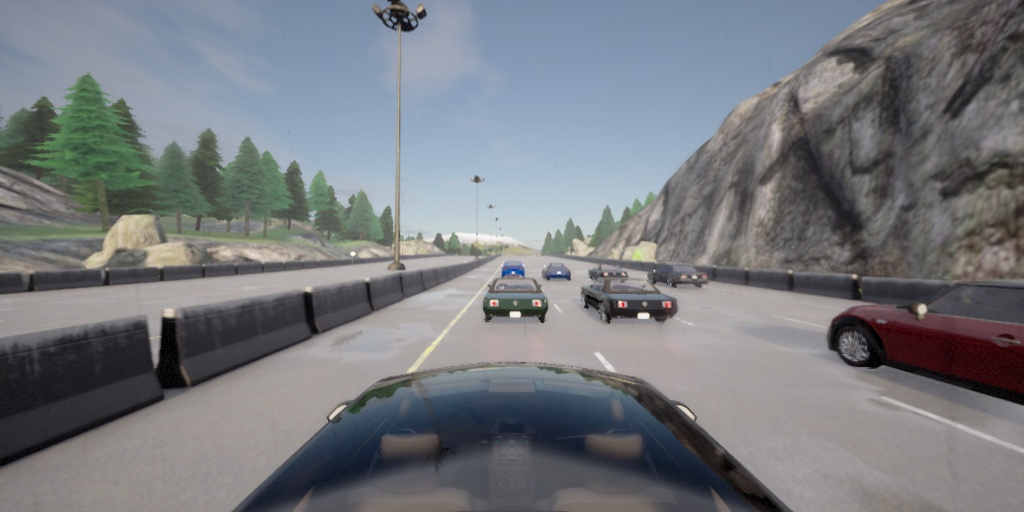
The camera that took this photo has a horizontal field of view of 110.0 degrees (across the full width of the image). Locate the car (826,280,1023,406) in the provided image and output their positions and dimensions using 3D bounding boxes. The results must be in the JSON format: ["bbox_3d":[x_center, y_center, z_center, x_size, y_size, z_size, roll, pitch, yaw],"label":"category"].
[{"bbox_3d":[7.099,1.106,4.984,2.097,1.767,4.553,0,0,0],"label":"car"}]

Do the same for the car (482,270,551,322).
[{"bbox_3d":[0.097,1.349,12.261,1.895,1.301,4.718,0,0,0],"label":"car"}]

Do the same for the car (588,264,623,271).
[{"bbox_3d":[7.094,1.276,27.089,1.895,1.301,4.718,0,0,0],"label":"car"}]

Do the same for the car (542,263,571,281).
[{"bbox_3d":[3.594,1.221,29.357,1.994,1.385,4.181,0,1,0],"label":"car"}]

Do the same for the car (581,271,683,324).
[{"bbox_3d":[3.597,1.349,12.007,1.895,1.301,4.718,0,0,0],"label":"car"}]

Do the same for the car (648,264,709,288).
[{"bbox_3d":[10.595,1.248,23.298,2.033,1.411,5.357,0,0,0],"label":"car"}]

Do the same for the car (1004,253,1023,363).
[{"bbox_3d":[10.599,0.975,4.151,2.150,2.045,5.566,0,0,0],"label":"car"}]

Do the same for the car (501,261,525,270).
[{"bbox_3d":[0.093,1.125,30.488,1.882,1.535,5.008,0,1,0],"label":"car"}]
